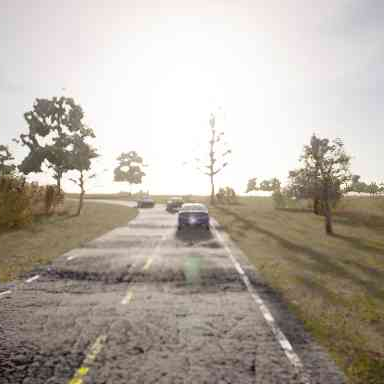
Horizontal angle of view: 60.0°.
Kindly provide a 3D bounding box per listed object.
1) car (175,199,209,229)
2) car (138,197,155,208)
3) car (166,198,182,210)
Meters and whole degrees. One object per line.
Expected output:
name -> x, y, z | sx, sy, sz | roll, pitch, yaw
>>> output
car -> 0.071, 1.470, 21.512 | 1.882, 1.535, 5.008 | 0, 0, -1
car -> -6.560, 1.388, 47.459 | 1.882, 1.535, 5.008 | 0, 0, -18
car -> -2.069, 1.454, 41.174 | 1.837, 1.490, 4.892 | 0, 0, -13
